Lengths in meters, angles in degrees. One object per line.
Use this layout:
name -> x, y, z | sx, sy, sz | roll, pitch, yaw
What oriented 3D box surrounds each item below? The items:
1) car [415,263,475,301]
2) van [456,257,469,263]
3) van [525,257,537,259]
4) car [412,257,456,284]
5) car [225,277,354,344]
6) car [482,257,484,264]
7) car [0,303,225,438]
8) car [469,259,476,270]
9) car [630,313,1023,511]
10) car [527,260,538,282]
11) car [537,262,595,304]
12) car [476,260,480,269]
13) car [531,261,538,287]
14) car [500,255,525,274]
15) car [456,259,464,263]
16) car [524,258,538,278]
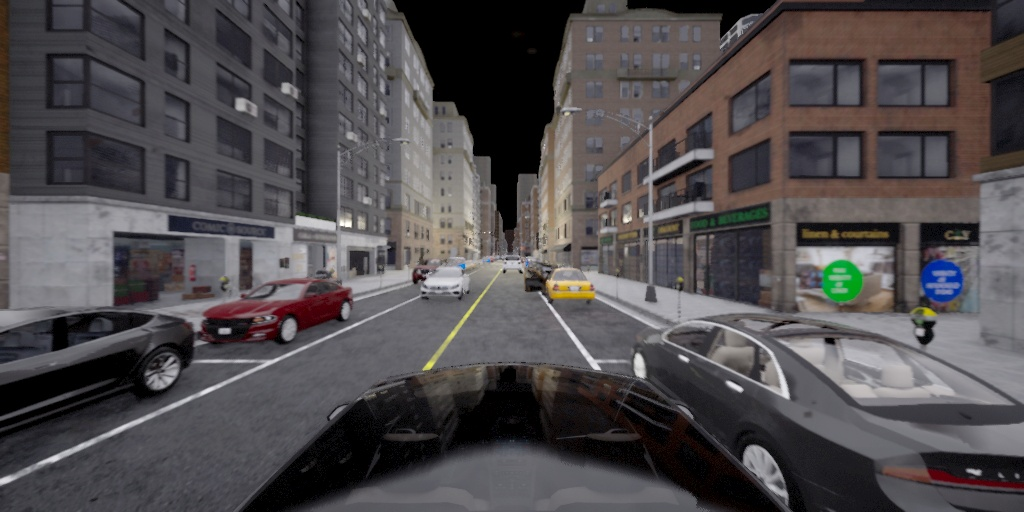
car -> -3.087, 1.251, 17.456 | 1.812, 1.442, 4.674 | 0, 0, 0
van -> -5.857, 1.032, 37.903 | 1.690, 1.789, 3.998 | 0, 0, 0
van -> 2.669, 1.007, 49.257 | 1.690, 1.789, 3.998 | 0, 0, 0
car -> -5.856, 1.025, 26.567 | 2.192, 1.841, 5.009 | 0, 0, 0
car -> -5.857, 1.283, 9.561 | 1.888, 1.381, 4.507 | 0, 0, 0
car -> -5.857, 1.200, 54.909 | 2.007, 1.370, 4.403 | 0, 0, 0
car -> -5.856, 1.312, 3.893 | 1.948, 1.339, 4.313 | 0, 0, 0
car -> -5.856, 1.205, 43.402 | 1.751, 1.417, 4.829 | 0, 0, 0
car -> 2.669, 1.298, 3.901 | 2.007, 1.370, 4.403 | 0, 0, 0
car -> 2.669, 1.267, 32.248 | 1.948, 1.339, 4.313 | 0, 0, 0
car -> 2.351, 1.184, 16.070 | 1.801, 1.575, 5.366 | 0, 0, 0
car -> -5.857, 1.191, 49.071 | 1.751, 1.417, 4.829 | 0, 0, 0
car -> 2.669, 1.276, 26.579 | 1.948, 1.339, 4.313 | 0, 0, 0
car -> 0.055, 0.909, 41.051 | 2.150, 2.045, 5.566 | 0, 0, 0
car -> -5.856, 1.251, 32.234 | 2.007, 1.370, 4.403 | 0, 0, 0
car -> 2.669, 1.242, 37.917 | 2.007, 1.370, 4.403 | 0, 0, 0
